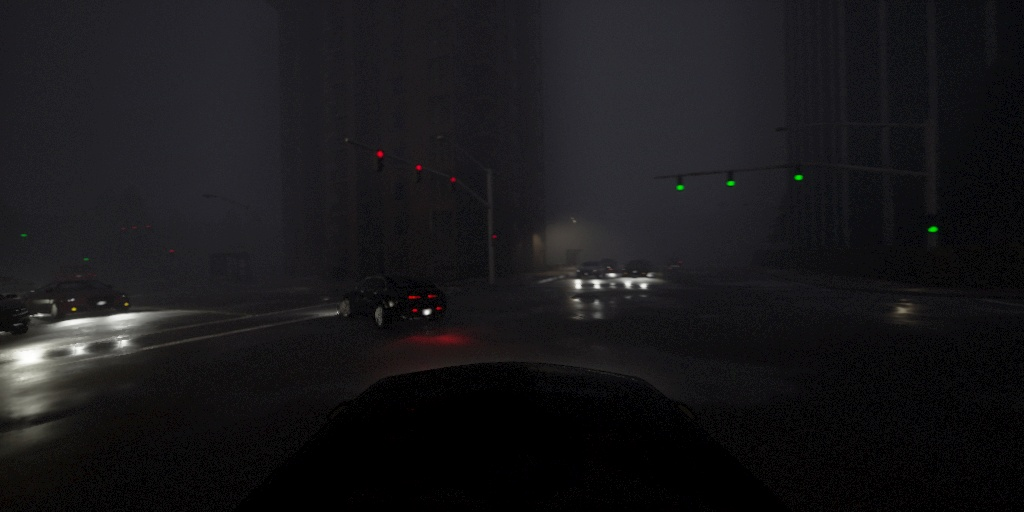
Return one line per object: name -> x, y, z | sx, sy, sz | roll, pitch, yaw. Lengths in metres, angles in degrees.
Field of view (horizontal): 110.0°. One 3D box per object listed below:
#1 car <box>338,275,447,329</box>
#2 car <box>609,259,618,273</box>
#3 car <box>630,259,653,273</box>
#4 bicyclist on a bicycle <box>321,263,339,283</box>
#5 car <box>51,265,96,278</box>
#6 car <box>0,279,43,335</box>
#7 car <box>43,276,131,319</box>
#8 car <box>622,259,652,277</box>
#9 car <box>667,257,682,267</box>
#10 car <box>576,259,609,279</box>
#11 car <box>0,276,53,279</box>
car -> -4.009, 1.344, 11.749 | 1.837, 1.490, 4.892 | 2, -2, -43
car -> 10.458, 1.042, 39.279 | 1.837, 1.490, 4.892 | -1, 0, 23
car -> 14.066, 1.024, 38.811 | 1.994, 1.385, 4.181 | -1, 0, 23
bicyclist on a bicycle -> -14.804, 1.378, 29.183 | 0.582, 1.620, 1.656 | -1, 0, 22
car -> -39.086, 1.821, 32.004 | 5.566, 2.045, 2.150 | -1, 1, 34
car -> -16.304, 1.581, 10.372 | 5.008, 1.535, 1.882 | -1, 0, 21
car -> -17.950, 1.704, 14.826 | 4.181, 1.385, 1.994 | -1, 0, 22
car -> 10.788, 1.092, 31.125 | 1.994, 1.385, 4.181 | -1, 0, 23
car -> 22.450, 0.831, 49.506 | 2.033, 1.411, 5.357 | -1, 0, 23
car -> 6.836, 1.138, 30.761 | 1.812, 1.442, 4.674 | -1, 0, 23
car -> -26.175, 1.810, 18.206 | 4.902, 1.511, 2.128 | -1, 0, 22
